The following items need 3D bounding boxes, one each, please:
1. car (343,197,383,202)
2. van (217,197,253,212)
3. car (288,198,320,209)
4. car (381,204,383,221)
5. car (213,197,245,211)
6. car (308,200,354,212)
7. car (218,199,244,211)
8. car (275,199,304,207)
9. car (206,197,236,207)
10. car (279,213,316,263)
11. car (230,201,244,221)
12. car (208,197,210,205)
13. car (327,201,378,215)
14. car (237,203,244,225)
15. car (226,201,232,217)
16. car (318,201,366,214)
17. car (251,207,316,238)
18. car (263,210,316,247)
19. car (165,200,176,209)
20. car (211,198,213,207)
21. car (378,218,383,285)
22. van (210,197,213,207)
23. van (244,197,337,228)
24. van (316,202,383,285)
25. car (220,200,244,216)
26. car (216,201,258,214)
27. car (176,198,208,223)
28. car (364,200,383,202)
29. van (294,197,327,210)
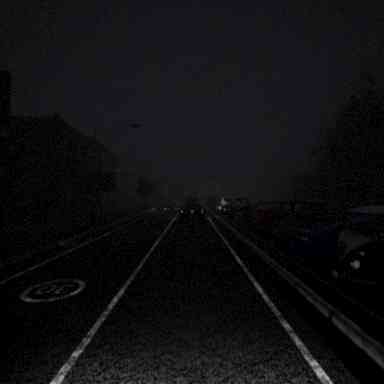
[{"bbox_3d":[18.622,1.516,33.156,5.566,2.045,2.435,0,-1,0],"label":"car"},{"bbox_3d":[5.657,1.666,44.161,4.442,1.987,1.878,0,-1,0],"label":"van"},{"bbox_3d":[18.565,1.901,55.431,4.553,1.767,2.185,0,-1,0],"label":"car"},{"bbox_3d":[18.663,1.753,27.706,4.674,1.452,2.002,0,-1,0],"label":"car"},{"bbox_3d":[5.584,1.576,38.554,5.566,2.045,2.435,0,-1,0],"label":"car"},{"bbox_3d":[18.434,1.891,44.292,5.366,1.575,1.946,0,-1,0],"label":"car"},{"bbox_3d":[5.559,1.795,35.744,4.892,1.521,2.231,0,-1,0],"label":"car"},{"bbox_3d":[18.592,2.147,63.784,5.008,1.535,2.097,0,-1,0],"label":"car"},{"bbox_3d":[5.535,1.897,63.781,5.566,2.045,2.435,0,-1,0],"label":"car"},{"bbox_3d":[5.628,1.565,10.523,5.008,1.535,2.097,0,0,0],"label":"car"},{"bbox_3d":[5.780,1.680,24.540,5.366,1.575,1.946,0,0,0],"label":"car"},{"bbox_3d":[5.545,1.774,55.372,5.566,2.045,2.435,0,-1,0],"label":"car"},{"bbox_3d":[18.605,1.859,38.721,4.792,1.488,2.163,0,-1,0],"label":"car"},{"bbox_3d":[5.631,1.689,21.736,4.792,1.488,2.163,0,0,0],"label":"car"},{"bbox_3d":[5.581,1.708,27.339,5.008,1.535,2.097,0,0,0],"label":"car"},{"bbox_3d":[18.622,1.862,41.506,5.008,1.535,2.097,0,-1,0],"label":"car"},{"bbox_3d":[5.588,1.642,16.129,4.792,1.488,2.163,0,0,0],"label":"car"},{"bbox_3d":[5.596,1.619,13.326,4.792,1.488,2.163,0,0,0],"label":"car"},{"bbox_3d":[-3.385,2.074,56.417,1.837,1.490,4.892,0,0,0],"label":"car"},{"bbox_3d":[5.528,1.926,46.960,4.892,1.521,2.231,0,-1,0],"label":"car"},{"bbox_3d":[5.680,1.393,4.918,4.553,1.767,2.185,0,0,0],"label":"car"},{"bbox_3d":[5.411,1.731,49.767,4.442,1.987,1.878,0,-1,0],"label":"van"},{"bbox_3d":[5.493,1.410,18.934,4.442,1.987,1.878,0,0,0],"label":"van"},{"bbox_3d":[5.524,1.316,7.722,4.442,1.987,1.878,0,0,0],"label":"van"},{"bbox_3d":[5.542,1.794,32.946,4.792,1.488,2.163,0,-1,0],"label":"car"},{"bbox_3d":[5.542,1.859,41.355,5.008,1.535,2.097,0,-1,0],"label":"car"},{"bbox_3d":[0.035,1.597,27.993,2.097,1.767,4.553,0,-1,0],"label":"car"},{"bbox_3d":[18.652,1.739,30.367,5.008,1.535,2.097,0,-1,0],"label":"car"},{"bbox_3d":[18.717,1.765,52.652,4.442,1.987,1.878,0,-1,0],"label":"van"}]
